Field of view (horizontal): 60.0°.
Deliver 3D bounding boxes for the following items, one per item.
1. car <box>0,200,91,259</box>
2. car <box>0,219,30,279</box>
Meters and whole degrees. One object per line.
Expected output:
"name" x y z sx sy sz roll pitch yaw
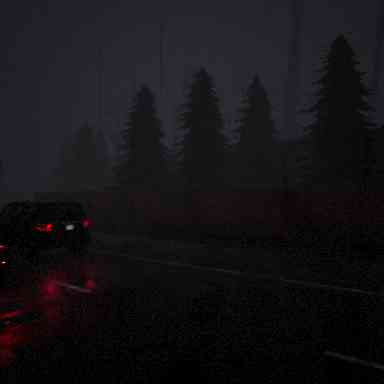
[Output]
"car" -6.293 1.347 13.291 5.566 2.045 2.150 -1 0 40
"car" -6.756 1.596 9.156 4.902 1.511 2.128 -1 0 39
